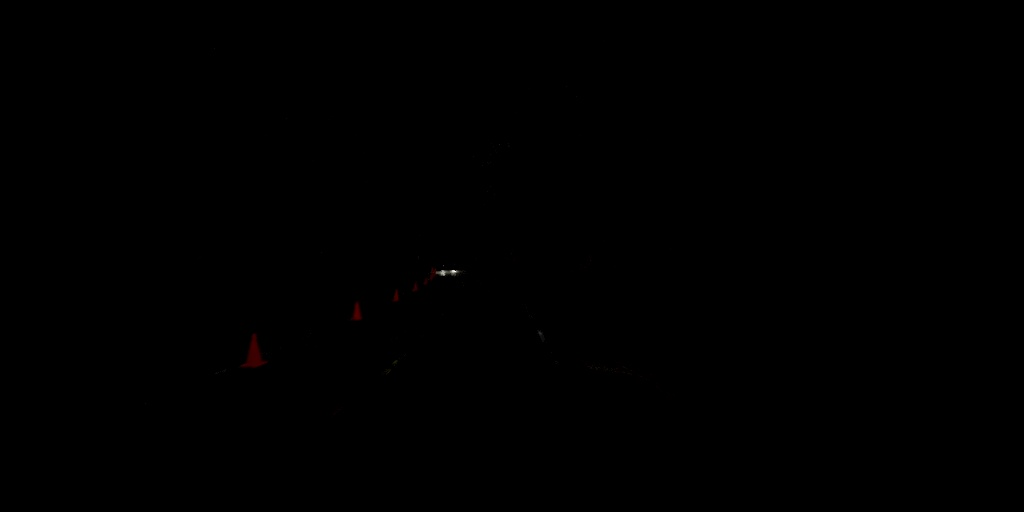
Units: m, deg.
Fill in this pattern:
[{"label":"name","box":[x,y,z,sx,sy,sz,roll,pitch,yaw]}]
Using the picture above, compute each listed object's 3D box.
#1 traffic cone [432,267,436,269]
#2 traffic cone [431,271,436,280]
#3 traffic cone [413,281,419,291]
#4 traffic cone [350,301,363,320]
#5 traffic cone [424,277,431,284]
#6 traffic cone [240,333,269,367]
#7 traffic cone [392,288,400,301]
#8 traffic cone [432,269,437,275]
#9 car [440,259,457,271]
[{"label":"traffic cone","box":[-8.751,1.831,41.081,0.340,0.580,0.340,0,0,-12]},{"label":"traffic cone","box":[-7.019,1.807,31.375,0.340,0.580,0.340,0,0,-9]},{"label":"traffic cone","box":[-5.792,1.788,21.592,0.340,0.580,0.340,0,0,-6]},{"label":"traffic cone","box":[-5.071,1.776,11.760,0.340,0.580,0.340,0,0,-3]},{"label":"traffic cone","box":[-6.342,1.797,26.492,0.340,0.580,0.340,0,0,-7]},{"label":"traffic cone","box":[-4.902,1.773,6.832,0.340,0.580,0.340,0,0,-1]},{"label":"traffic cone","box":[-5.368,1.781,16.681,0.340,0.580,0.340,0,0,-4]},{"label":"traffic cone","box":[-7.822,1.818,36.239,0.340,0.580,0.340,0,0,-10]},{"label":"car","box":[-9.373,1.236,52.863,2.097,1.767,4.553,-1,0,-16]}]
